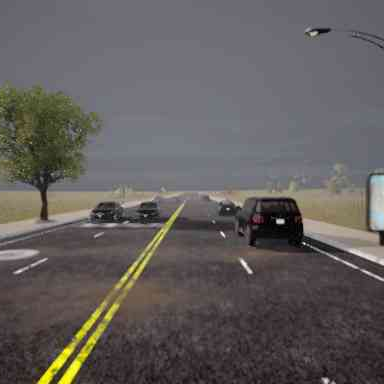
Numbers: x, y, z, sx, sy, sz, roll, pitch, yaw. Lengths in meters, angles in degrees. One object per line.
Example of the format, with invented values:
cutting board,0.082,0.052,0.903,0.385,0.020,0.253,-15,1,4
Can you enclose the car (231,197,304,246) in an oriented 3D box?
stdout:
car,3.351,1.213,15.297,2.150,2.045,5.566,0,0,0

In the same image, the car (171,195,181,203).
car,-3.256,1.453,66.774,2.128,1.511,4.902,0,0,0

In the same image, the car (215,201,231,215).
car,3.351,1.541,33.001,1.994,1.385,4.181,0,0,0

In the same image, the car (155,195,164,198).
car,-6.506,1.453,66.772,2.128,1.511,4.902,0,0,0

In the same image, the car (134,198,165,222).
car,-3.346,1.488,26.159,1.837,1.490,4.892,0,0,0

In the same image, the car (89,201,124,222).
car,-6.596,1.488,26.159,1.837,1.490,4.892,0,0,0

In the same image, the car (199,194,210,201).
car,3.255,1.435,77.944,1.837,1.490,4.892,0,0,0

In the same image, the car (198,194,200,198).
car,3.255,1.422,88.973,2.163,1.488,4.792,0,0,0
